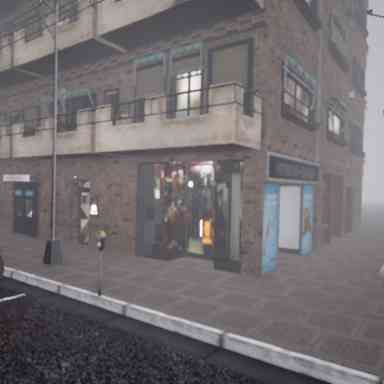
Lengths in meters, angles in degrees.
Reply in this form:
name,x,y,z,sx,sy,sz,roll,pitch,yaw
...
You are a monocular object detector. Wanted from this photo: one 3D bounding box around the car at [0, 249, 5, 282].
name,x,y,z,sx,sy,sz,roll,pitch,yaw
car,-6.027,1.396,7.553,4.674,1.442,1.812,1,1,35
